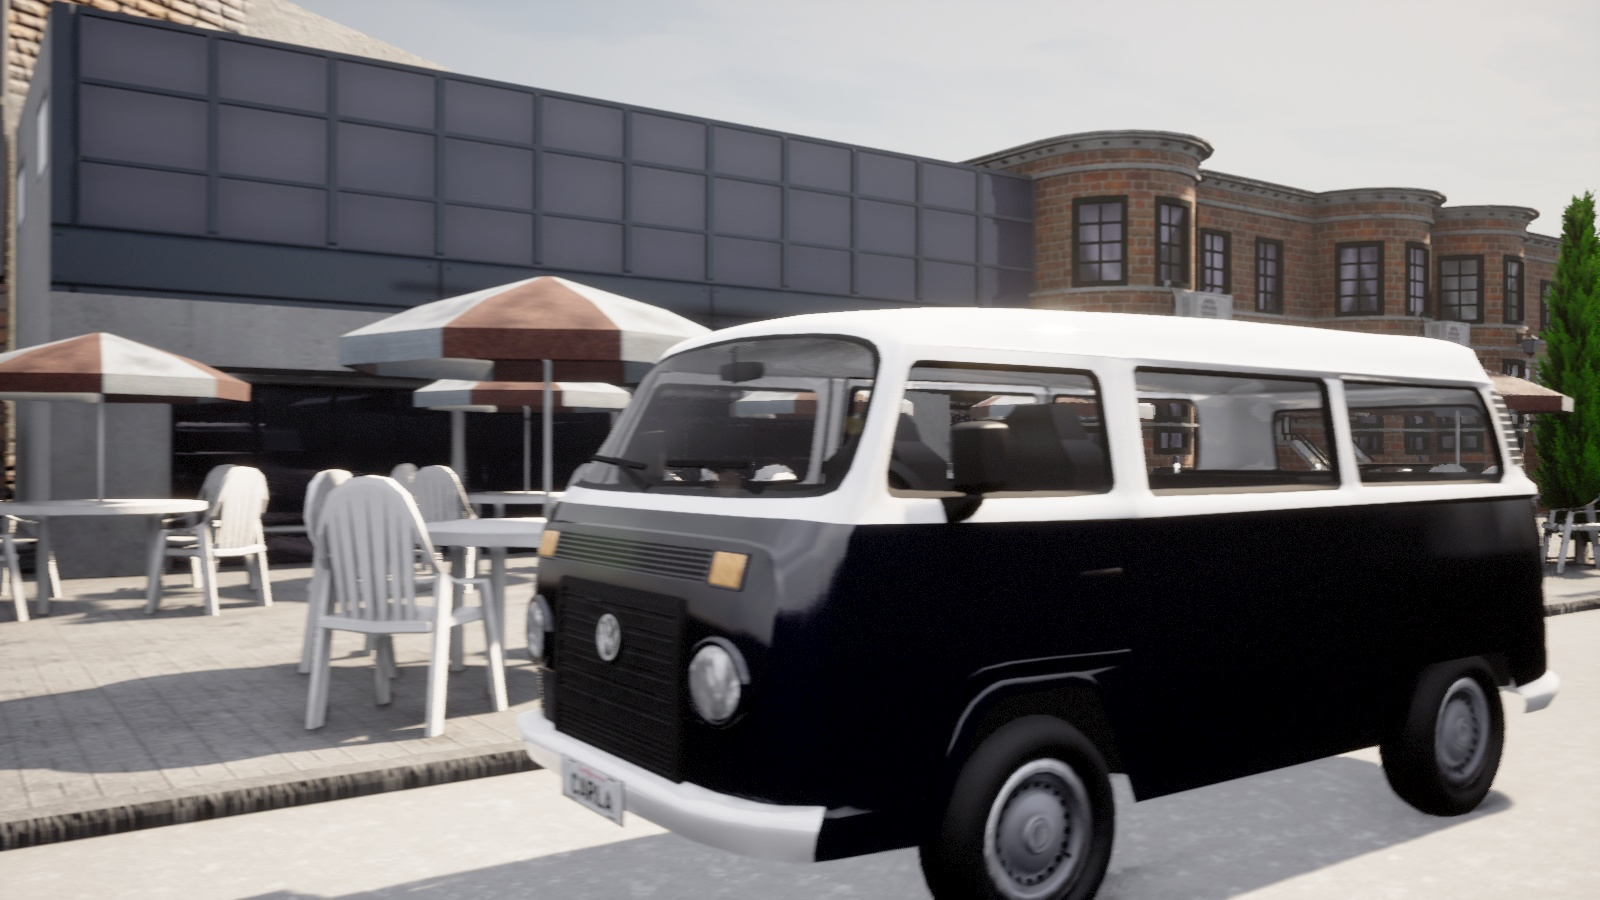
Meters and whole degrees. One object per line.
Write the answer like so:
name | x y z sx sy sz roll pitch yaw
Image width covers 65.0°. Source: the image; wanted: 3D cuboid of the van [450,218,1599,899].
van | 1.139 0.478 5.063 4.480 2.038 2.069 0 0 -35
